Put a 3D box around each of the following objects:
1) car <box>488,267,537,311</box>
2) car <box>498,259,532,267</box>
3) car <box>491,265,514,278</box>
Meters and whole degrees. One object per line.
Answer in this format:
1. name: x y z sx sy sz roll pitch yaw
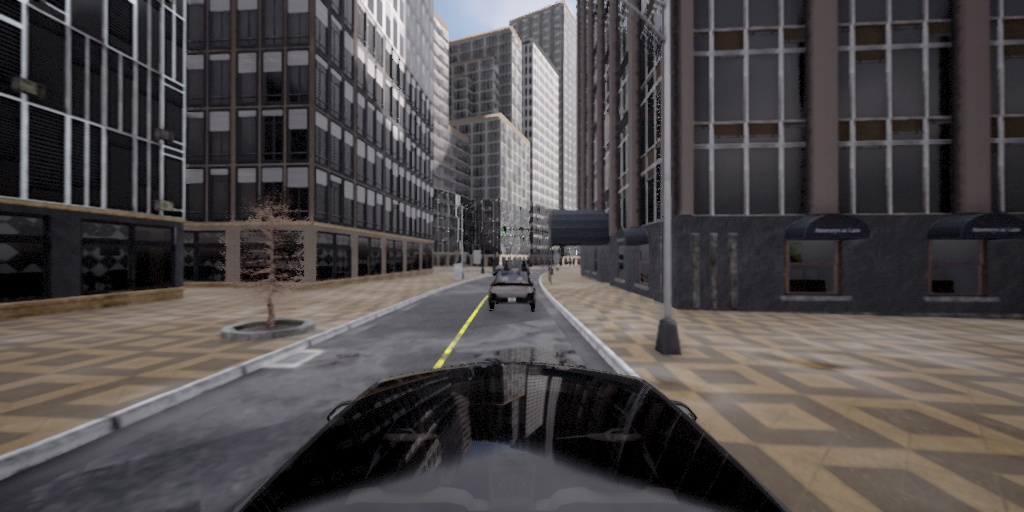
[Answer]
1. car: 0.031 1.385 15.357 2.128 1.511 4.902 0 0 1
2. car: 0.423 1.283 29.362 2.150 2.045 5.566 0 0 4
3. car: -1.107 1.781 43.453 2.033 1.411 5.357 0 -1 7
